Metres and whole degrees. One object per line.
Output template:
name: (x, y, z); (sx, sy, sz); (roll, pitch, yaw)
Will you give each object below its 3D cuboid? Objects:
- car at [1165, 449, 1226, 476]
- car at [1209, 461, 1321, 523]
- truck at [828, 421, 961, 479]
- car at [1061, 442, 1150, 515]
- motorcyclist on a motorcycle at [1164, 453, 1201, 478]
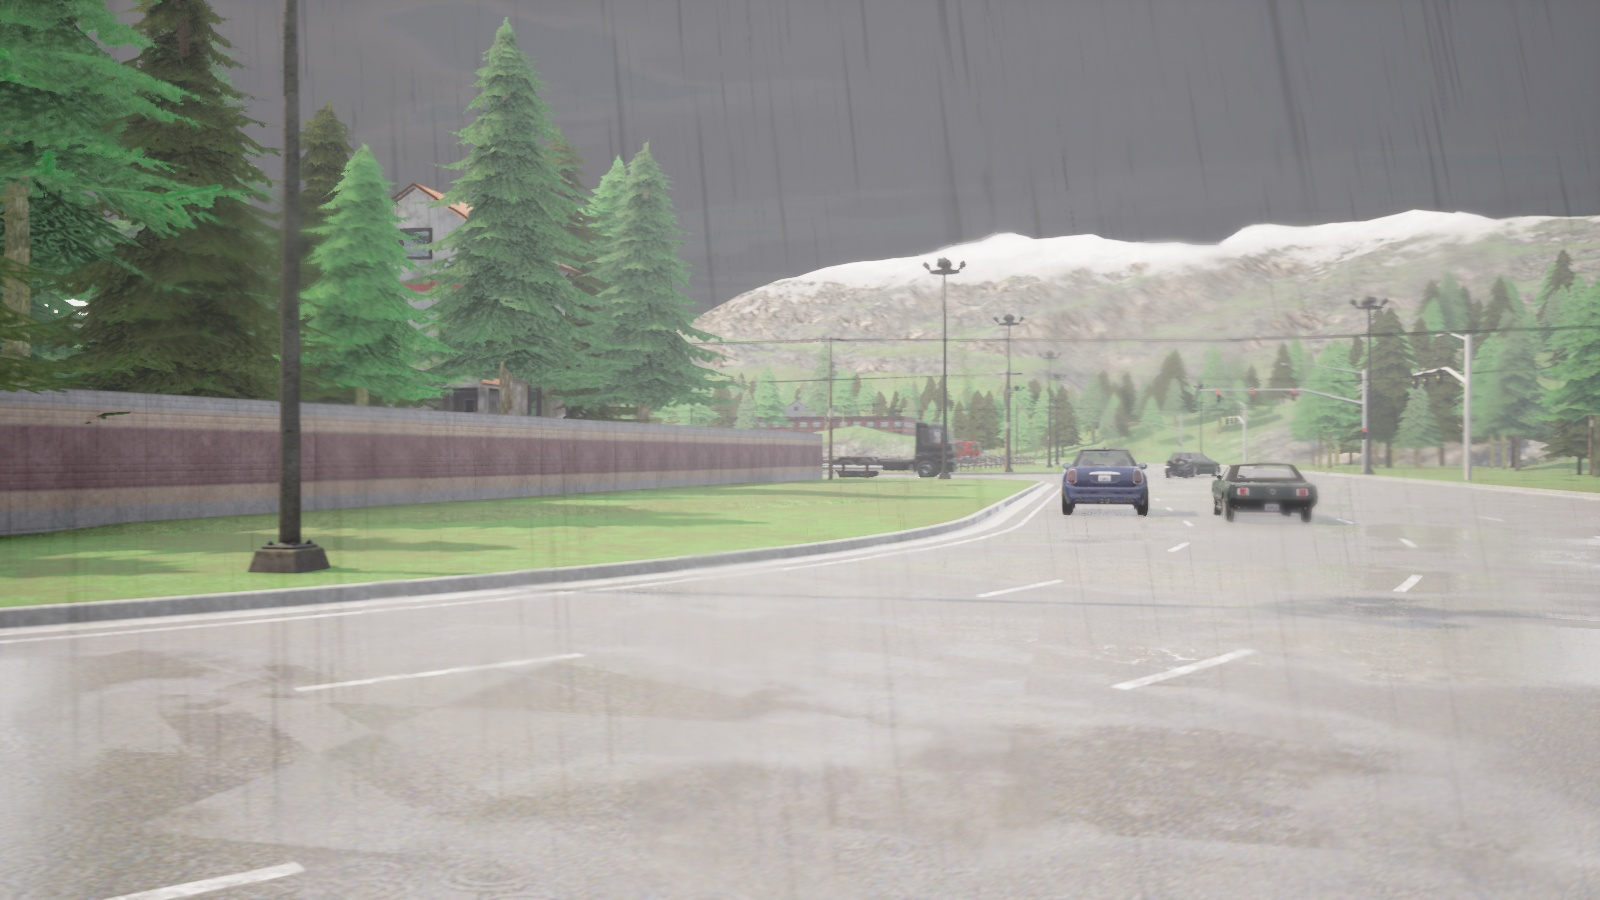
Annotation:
car: (26.716, 0.816, 84.751); (4.553, 1.767, 2.097); (0, 0, -45)
car: (10.772, 0.915, 29.400); (1.895, 1.301, 4.718); (0, 0, 13)
truck: (5.917, 0.012, 78.274); (7.936, 3.462, 2.891); (0, 0, 13)
car: (7.965, 0.692, 32.755); (2.097, 1.767, 4.553); (0, 0, 14)
motorcyclist on a motorcycle: (23.606, 0.977, 77.503); (2.191, 1.530, 0.866); (0, -1, -30)
